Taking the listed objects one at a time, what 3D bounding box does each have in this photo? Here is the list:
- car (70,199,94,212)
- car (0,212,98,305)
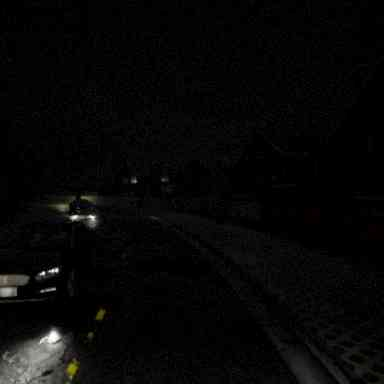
[{"bbox_3d":[-11.362,1.469,34.198,1.882,1.535,5.008,0,0,-27],"label":"car"},{"bbox_3d":[-3.565,1.495,8.287,2.128,1.511,4.902,0,0,-7],"label":"car"}]
